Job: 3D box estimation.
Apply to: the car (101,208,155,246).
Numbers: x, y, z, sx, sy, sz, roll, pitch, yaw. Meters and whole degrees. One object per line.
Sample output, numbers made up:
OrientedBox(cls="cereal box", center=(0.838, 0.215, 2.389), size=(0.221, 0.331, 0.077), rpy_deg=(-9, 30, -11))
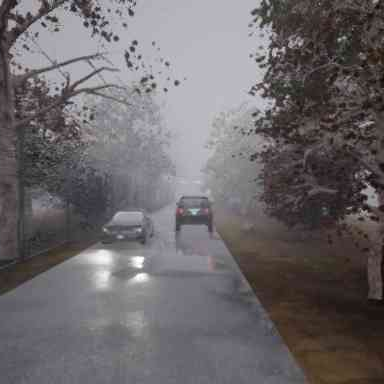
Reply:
OrientedBox(cls="car", center=(-2.825, 1.521, 15.467), size=(1.812, 1.442, 4.674), rpy_deg=(0, 0, 0))

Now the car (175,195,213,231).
OrientedBox(cls="car", center=(0.149, 1.214, 20.737), size=(2.150, 2.045, 5.566), rpy_deg=(0, 0, 1))

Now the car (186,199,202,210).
OrientedBox(cls="car", center=(0.235, 1.586, 42.781), size=(1.895, 1.301, 4.718), rpy_deg=(0, 0, 0))
